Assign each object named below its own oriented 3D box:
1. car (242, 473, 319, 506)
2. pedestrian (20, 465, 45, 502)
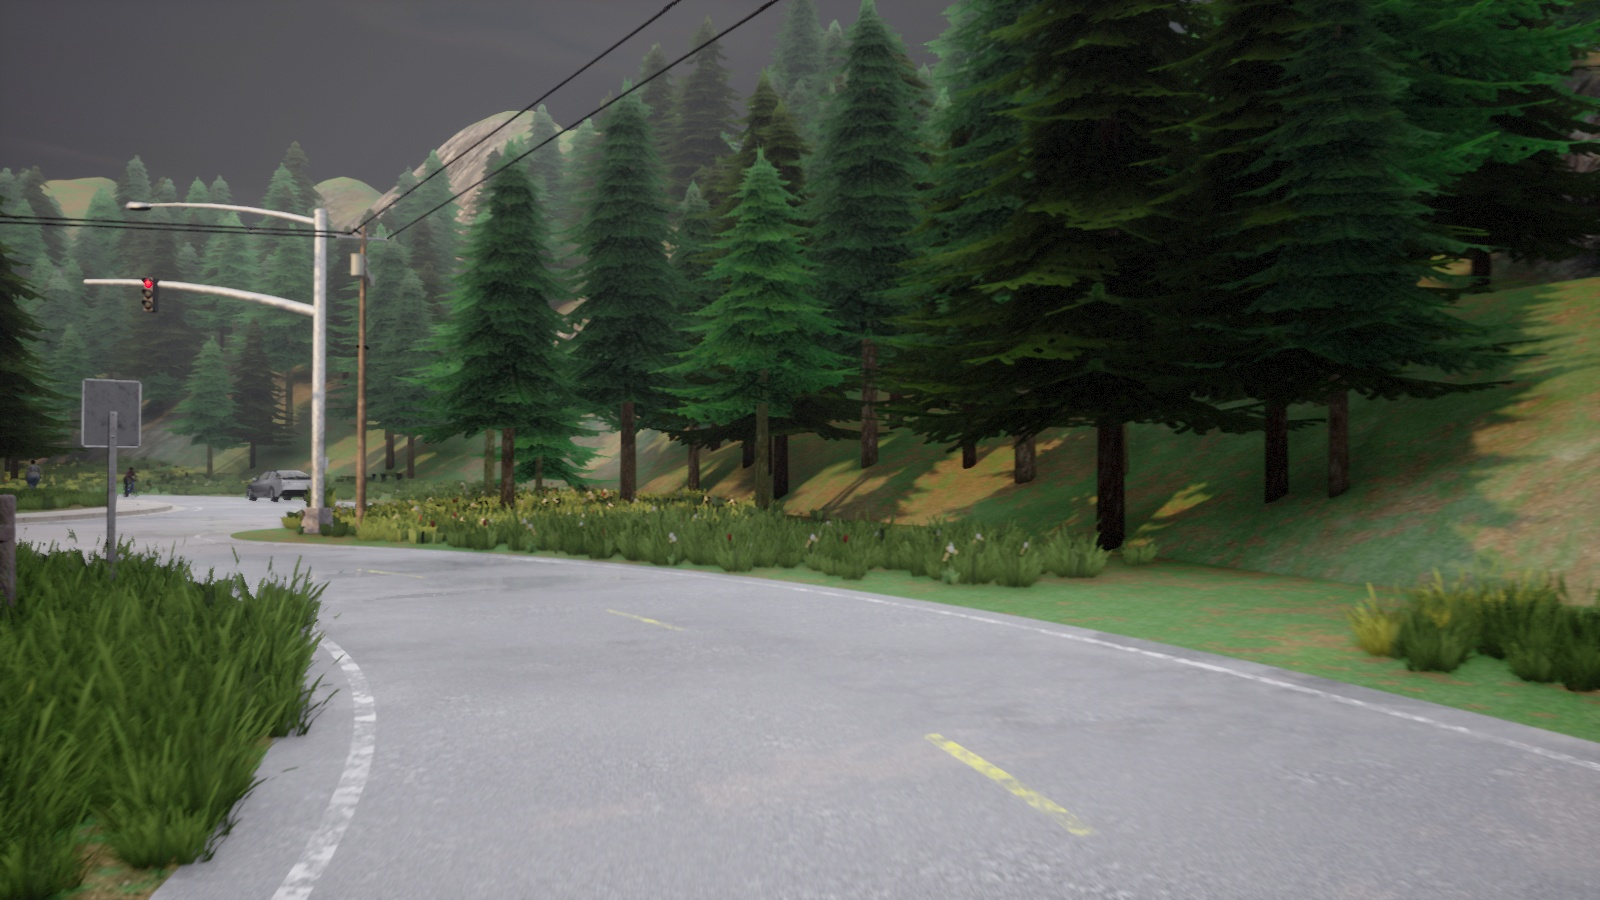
[{"bbox_3d":[-24.712,1.842,59.654,2.007,1.525,4.514,1,-1,-42],"label":"car"},{"bbox_3d":[-38.166,1.664,62.450,0.900,1.855,0.874,-1,-1,44],"label":"pedestrian"}]
